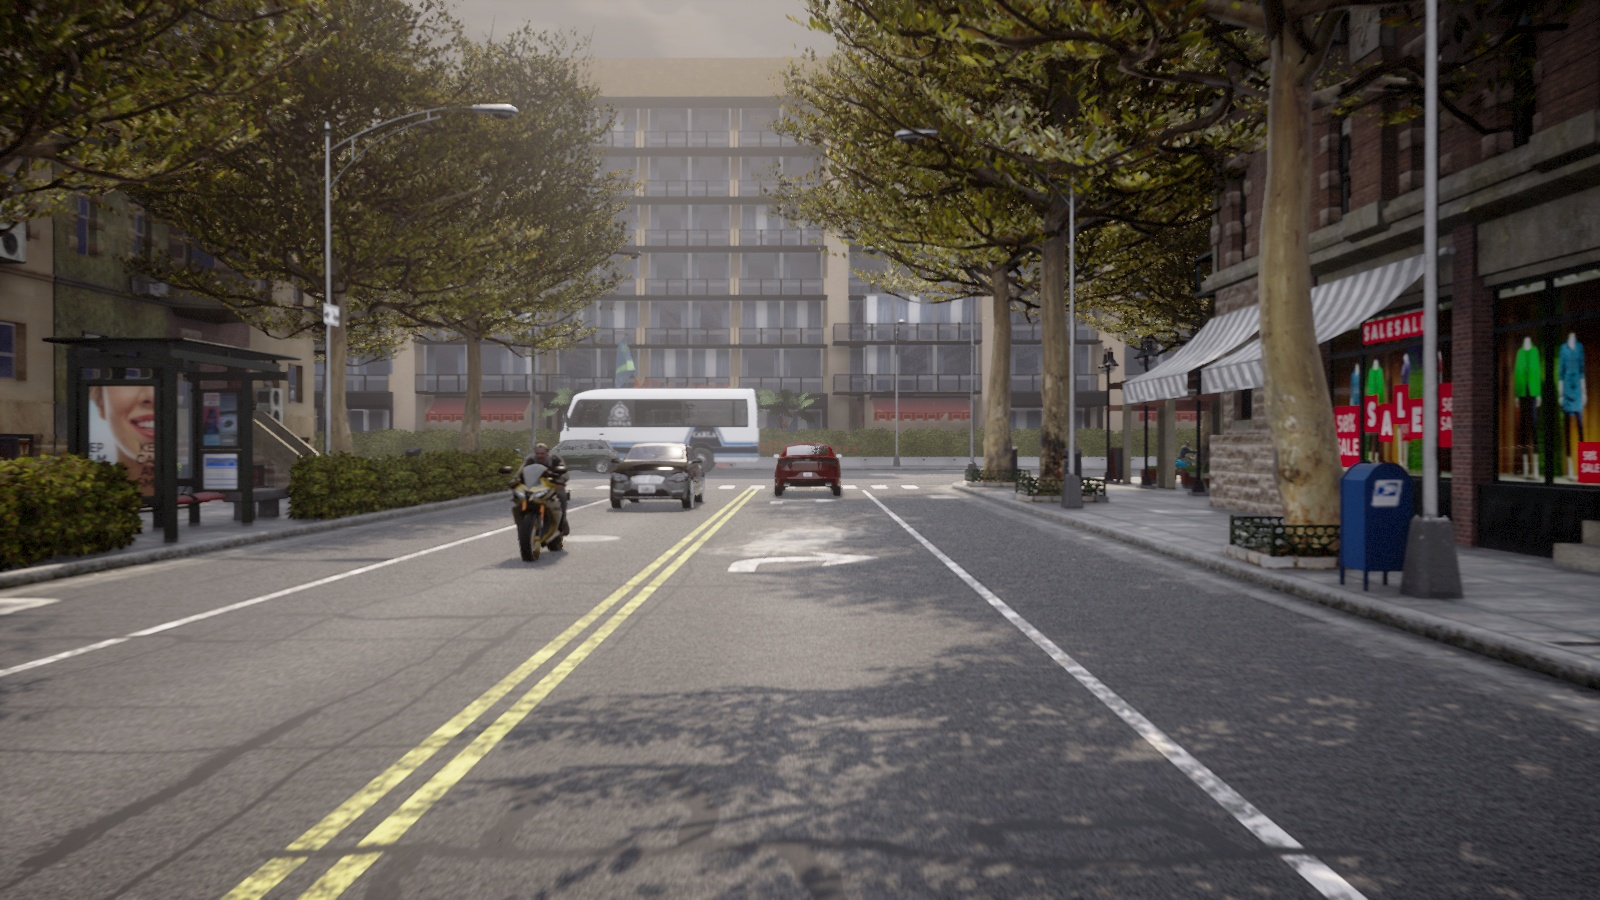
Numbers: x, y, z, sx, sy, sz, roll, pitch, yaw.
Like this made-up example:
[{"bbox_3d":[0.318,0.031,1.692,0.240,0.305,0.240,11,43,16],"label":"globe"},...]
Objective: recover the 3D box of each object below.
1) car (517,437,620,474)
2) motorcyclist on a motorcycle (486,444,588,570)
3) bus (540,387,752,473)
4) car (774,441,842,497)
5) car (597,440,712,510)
[{"bbox_3d":[-11.087,0.257,60.299,4.553,1.767,2.097,0,0,0],"label":"car"},{"bbox_3d":[-3.392,0.686,16.406,0.866,1.530,2.191,0,0,0],"label":"motorcyclist on a motorcycle"},{"bbox_3d":[-7.638,-0.995,63.787,10.273,4.253,3.944,0,0,0],"label":"bus"},{"bbox_3d":[0.234,0.514,37.354,1.882,1.535,5.008,0,0,1],"label":"car"},{"bbox_3d":[-3.317,0.534,29.596,2.128,1.511,4.902,0,0,0],"label":"car"}]
